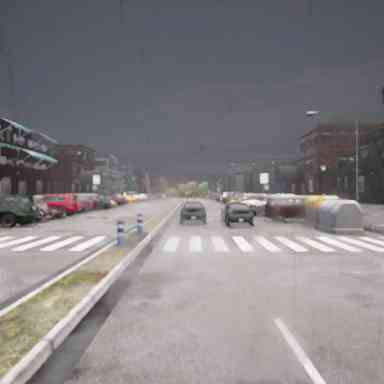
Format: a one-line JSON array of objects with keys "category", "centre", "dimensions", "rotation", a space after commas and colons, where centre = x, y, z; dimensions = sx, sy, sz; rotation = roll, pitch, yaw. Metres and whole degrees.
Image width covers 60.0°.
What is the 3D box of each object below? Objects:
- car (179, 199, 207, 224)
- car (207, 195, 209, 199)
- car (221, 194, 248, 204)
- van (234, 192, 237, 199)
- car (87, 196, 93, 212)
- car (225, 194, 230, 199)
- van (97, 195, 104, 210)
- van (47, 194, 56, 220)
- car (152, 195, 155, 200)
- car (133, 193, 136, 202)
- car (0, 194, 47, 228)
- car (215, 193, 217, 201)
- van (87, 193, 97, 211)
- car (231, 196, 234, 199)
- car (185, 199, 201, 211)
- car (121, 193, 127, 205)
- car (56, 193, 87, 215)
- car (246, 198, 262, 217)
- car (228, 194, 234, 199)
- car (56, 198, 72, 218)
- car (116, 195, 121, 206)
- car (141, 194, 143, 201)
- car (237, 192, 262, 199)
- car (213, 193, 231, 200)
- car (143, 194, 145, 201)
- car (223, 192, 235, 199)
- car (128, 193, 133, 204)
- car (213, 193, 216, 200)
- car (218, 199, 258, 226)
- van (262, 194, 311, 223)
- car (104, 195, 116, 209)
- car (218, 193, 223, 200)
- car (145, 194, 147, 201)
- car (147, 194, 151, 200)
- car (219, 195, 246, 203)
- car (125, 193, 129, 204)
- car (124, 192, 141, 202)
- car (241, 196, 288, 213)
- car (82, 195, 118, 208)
[{"category": "car", "centre": [0.098, 1.504, 24.818], "dimensions": [1.837, 1.490, 4.892], "rotation": [0, 0, 0]}, {"category": "car", "centre": [7.681, 1.244, 93.519], "dimensions": [5.566, 2.045, 2.435], "rotation": [0, -1, 0]}, {"category": "car", "centre": [7.680, 1.178, 60.446], "dimensions": [4.553, 1.767, 2.185], "rotation": [0, 0, 0]}, {"category": "van", "centre": [7.529, 1.215, 38.385], "dimensions": [4.442, 1.987, 1.878], "rotation": [0, 0, 0]}, {"category": "car", "centre": [-12.878, 1.464, 32.960], "dimensions": [4.892, 1.521, 2.231], "rotation": [0, 0, 0]}, {"category": "car", "centre": [7.832, 1.394, 46.661], "dimensions": [5.366, 1.575, 1.946], "rotation": [0, 0, 0]}, {"category": "van", "centre": [-12.983, 1.215, 38.395], "dimensions": [4.442, 1.987, 1.878], "rotation": [0, 0, 0]}, {"category": "van", "centre": [-12.806, 1.257, 24.498], "dimensions": [4.442, 1.987, 1.878], "rotation": [0, 0, 0]}, {"category": "car", "centre": [-12.774, 1.401, 85.746], "dimensions": [4.892, 1.521, 2.231], "rotation": [0, -1, 0]}, {"category": "car", "centre": [-12.830, 1.313, 57.977], "dimensions": [5.008, 1.535, 2.097], "rotation": [0, 0, 0]}, {"category": "car", "centre": [-12.966, 1.234, 21.722], "dimensions": [5.566, 2.045, 2.435], "rotation": [0, 0, 0]}, {"category": "car", "centre": [7.644, 1.280, 65.956], "dimensions": [5.008, 1.535, 2.097], "rotation": [0, 0, 0]}, {"category": "van", "centre": [-12.993, 1.227, 35.741], "dimensions": [4.442, 1.987, 1.878], "rotation": [0, 0, 0]}, {"category": "car", "centre": [7.643, 1.468, 41.145], "dimensions": [4.674, 1.452, 2.002], "rotation": [0, 0, 0]}, {"category": "car", "centre": [0.106, 1.545, 42.005], "dimensions": [1.895, 1.301, 4.718], "rotation": [0, 0, 0]}, {"category": "car", "centre": [-12.837, 1.375, 49.514], "dimensions": [5.008, 1.535, 2.097], "rotation": [0, 0, 0]}, {"category": "car", "centre": [-12.925, 1.220, 30.058], "dimensions": [5.566, 2.045, 2.435], "rotation": [0, 0, 0]}, {"category": "car", "centre": [7.615, 1.500, 30.111], "dimensions": [4.792, 1.488, 2.163], "rotation": [0, 0, 0]}, {"category": "car", "centre": [7.832, 1.411, 43.901], "dimensions": [5.366, 1.575, 1.946], "rotation": [0, 0, 0]}, {"category": "car", "centre": [-12.881, 1.507, 27.406], "dimensions": [4.792, 1.488, 2.163], "rotation": [0, 0, 0]}, {"category": "car", "centre": [-12.668, 1.408, 44.078], "dimensions": [5.366, 1.575, 1.946], "rotation": [0, 0, 0]}, {"category": "car", "centre": [-12.810, 1.310, 66.304], "dimensions": [4.674, 1.452, 2.002], "rotation": [0, 0, 0]}, {"category": "car", "centre": [7.617, 1.211, 32.868], "dimensions": [5.566, 2.045, 2.435], "rotation": [0, 0, 0]}, {"category": "car", "centre": [7.683, 1.272, 85.246], "dimensions": [4.553, 1.767, 2.185], "rotation": [0, -1, 0]}, {"category": "car", "centre": [-12.799, 1.308, 68.961], "dimensions": [4.674, 1.452, 2.002], "rotation": [0, 0, 0]}, {"category": "car", "centre": [7.616, 1.235, 52.176], "dimensions": [4.553, 1.767, 2.185], "rotation": [0, 0, 0]}, {"category": "car", "centre": [-12.837, 1.336, 55.073], "dimensions": [4.892, 1.521, 2.231], "rotation": [0, 0, 0]}, {"category": "car", "centre": [7.621, 1.029, 68.713], "dimensions": [5.566, 2.045, 2.435], "rotation": [0, 0, 0]}, {"category": "car", "centre": [3.103, 1.509, 23.403], "dimensions": [1.837, 1.490, 4.892], "rotation": [0, 1, 0]}, {"category": "van", "centre": [7.760, 1.256, 24.592], "dimensions": [4.442, 1.987, 1.878], "rotation": [0, 0, 0]}, {"category": "car", "centre": [-12.829, 1.175, 41.294], "dimensions": [5.566, 2.045, 2.435], "rotation": [0, 0, 0]}, {"category": "car", "centre": [7.619, 1.090, 54.932], "dimensions": [5.566, 2.045, 2.435], "rotation": [0, 0, 0]}, {"category": "car", "centre": [-12.982, 1.271, 71.735], "dimensions": [5.366, 1.575, 1.946], "rotation": [0, 0, 0]}, {"category": "car", "centre": [-12.762, 1.035, 74.515], "dimensions": [5.566, 2.045, 2.435], "rotation": [0, 0, 0]}, {"category": "car", "centre": [7.678, 1.321, 63.204], "dimensions": [4.792, 1.488, 2.163], "rotation": [0, 0, 0]}, {"category": "car", "centre": [-12.865, 1.384, 52.294], "dimensions": [4.792, 1.488, 2.163], "rotation": [0, 0, 0]}, {"category": "car", "centre": [-12.998, 1.276, 63.533], "dimensions": [5.366, 1.575, 1.946], "rotation": [0, 0, 0]}, {"category": "car", "centre": [7.676, 1.327, 35.627], "dimensions": [4.553, 1.767, 2.185], "rotation": [0, 0, 0]}, {"category": "car", "centre": [-12.879, 1.268, 46.734], "dimensions": [4.553, 1.767, 2.185], "rotation": [0, 0, 0]}]
